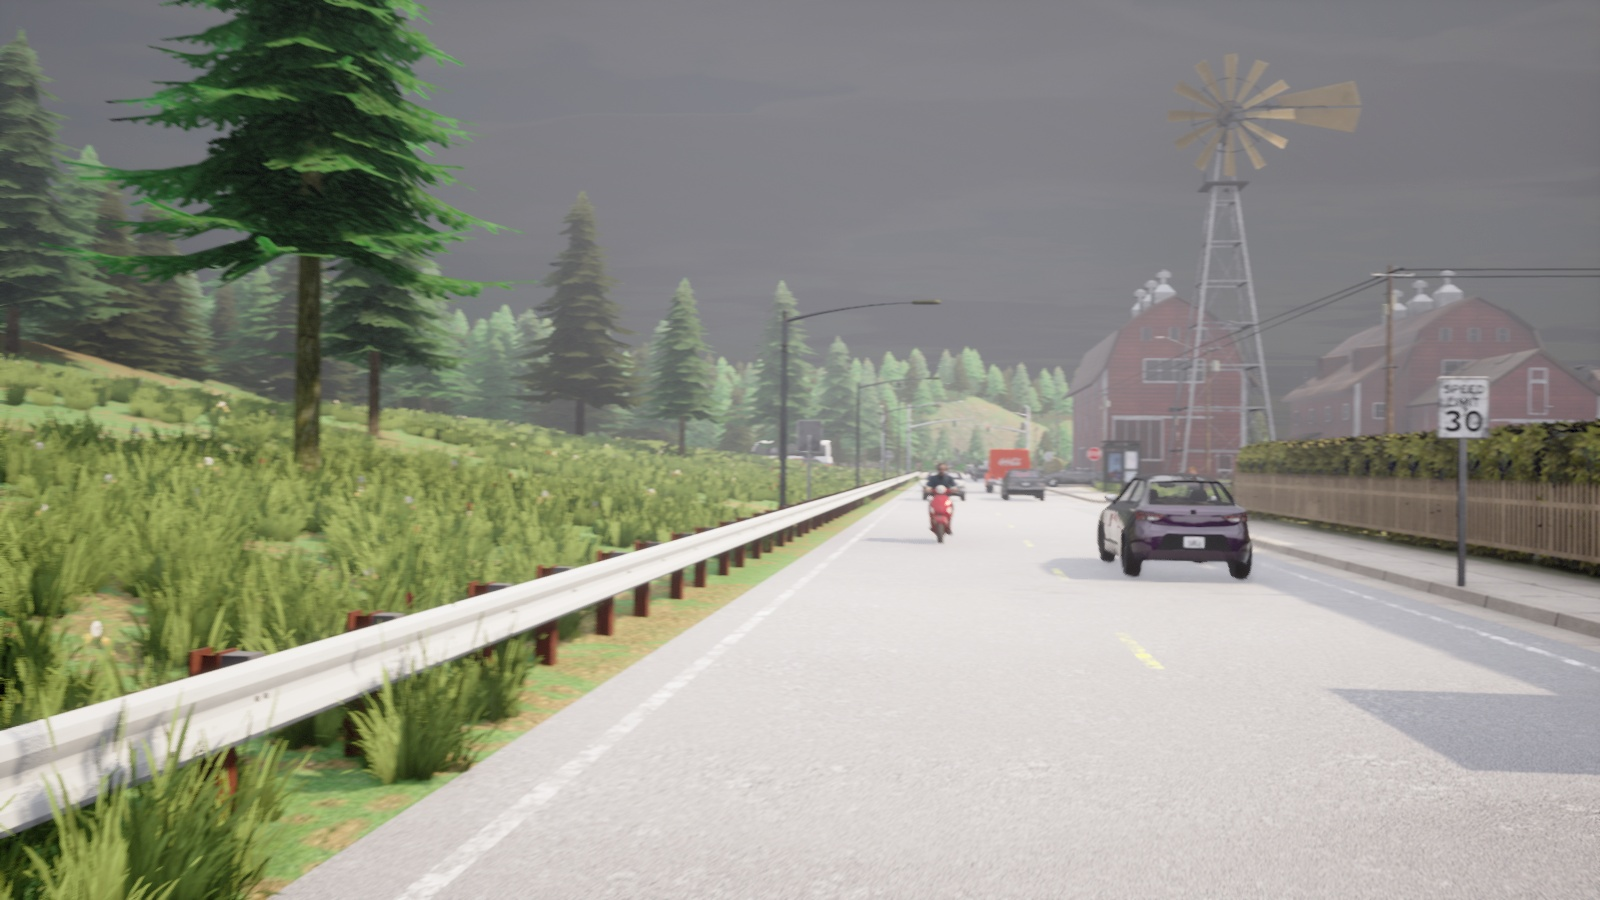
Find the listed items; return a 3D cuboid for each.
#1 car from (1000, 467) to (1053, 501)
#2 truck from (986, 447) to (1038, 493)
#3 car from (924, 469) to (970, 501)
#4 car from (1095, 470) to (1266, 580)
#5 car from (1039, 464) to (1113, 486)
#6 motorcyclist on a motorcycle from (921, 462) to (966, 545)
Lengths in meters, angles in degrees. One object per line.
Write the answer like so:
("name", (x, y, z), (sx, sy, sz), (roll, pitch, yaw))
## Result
("car", (10.191, 1.499, 56.811), (2.033, 1.411, 5.357), (0, -1, 7))
("truck", (11.841, 1.111, 70.597), (2.627, 2.467, 5.204), (0, -1, 7))
("car", (6.426, 1.514, 54.803), (1.895, 1.301, 4.718), (0, -1, 7))
("car", (5.713, 1.058, 19.346), (1.816, 1.474, 4.193), (0, -1, 7))
("car", (19.454, 1.778, 88.678), (4.902, 1.511, 2.128), (0, -1, 4))
("motorcyclist on a motorcycle", (2.882, 1.045, 25.153), (0.866, 1.590, 1.817), (0, -1, 7))
